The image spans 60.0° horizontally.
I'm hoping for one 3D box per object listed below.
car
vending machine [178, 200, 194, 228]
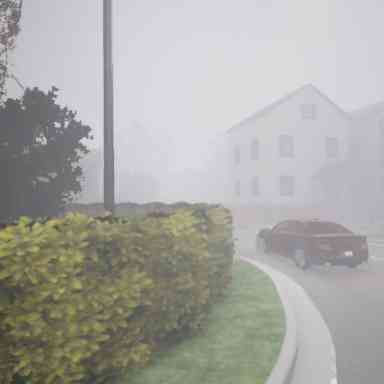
[{"bbox_3d":[3.986,1.655,11.902,1.882,1.535,5.008,0,-1,-11],"label":"car"},{"bbox_3d":[-0.492,1.696,26.252,0.880,2.100,1.100,-1,-1,23],"label":"vending machine"}]
